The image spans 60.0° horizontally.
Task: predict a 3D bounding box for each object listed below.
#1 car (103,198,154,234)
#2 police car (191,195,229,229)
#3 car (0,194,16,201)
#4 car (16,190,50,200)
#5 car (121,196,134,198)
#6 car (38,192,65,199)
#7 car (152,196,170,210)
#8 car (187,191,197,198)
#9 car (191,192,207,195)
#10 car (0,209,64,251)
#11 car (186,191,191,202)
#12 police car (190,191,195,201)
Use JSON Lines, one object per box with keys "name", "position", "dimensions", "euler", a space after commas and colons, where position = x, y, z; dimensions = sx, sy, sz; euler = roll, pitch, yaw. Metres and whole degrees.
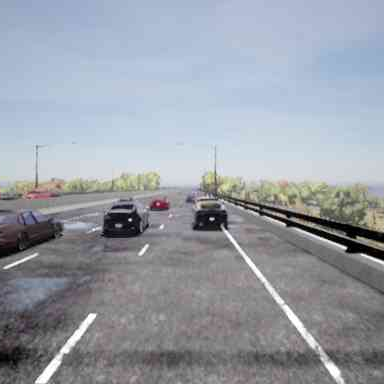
{"name": "car", "position": [-3.404, 1.296, 17.850], "dimensions": [1.837, 1.490, 4.892], "euler": [0, 1, 0]}
{"name": "police car", "position": [1.045, 1.192, 19.978], "dimensions": [1.930, 1.638, 5.238], "euler": [0, 1, 0]}
{"name": "car", "position": [-24.586, 0.985, 43.447], "dimensions": [2.128, 1.511, 4.902], "euler": [0, 1, 0]}
{"name": "car", "position": [-21.086, 0.696, 45.217], "dimensions": [2.150, 2.045, 5.566], "euler": [0, 0, 0]}
{"name": "car", "position": [-6.909, 1.147, 35.759], "dimensions": [1.994, 1.385, 4.181], "euler": [0, 1, 0]}
{"name": "car", "position": [-17.592, 1.024, 42.892], "dimensions": [1.812, 1.442, 4.674], "euler": [0, 1, 0]}
{"name": "car", "position": [-3.409, 1.149, 35.596], "dimensions": [1.994, 1.385, 4.181], "euler": [0, 1, 0]}
{"name": "car", "position": [-0.018, 0.507, 72.420], "dimensions": [2.033, 1.411, 5.357], "euler": [0, 1, 0]}
{"name": "car", "position": [1.043, 1.105, 30.057], "dimensions": [1.801, 1.575, 5.366], "euler": [0, 1, 0]}
{"name": "car", "position": [-6.901, 1.393, 13.163], "dimensions": [2.033, 1.411, 5.357], "euler": [0, 1, 0]}
{"name": "car", "position": [-0.013, 0.941, 53.333], "dimensions": [1.994, 1.385, 4.181], "euler": [0, 1, 0]}
{"name": "police car", "position": [1.041, 1.006, 35.976], "dimensions": [1.930, 1.638, 5.238], "euler": [0, 1, 0]}
